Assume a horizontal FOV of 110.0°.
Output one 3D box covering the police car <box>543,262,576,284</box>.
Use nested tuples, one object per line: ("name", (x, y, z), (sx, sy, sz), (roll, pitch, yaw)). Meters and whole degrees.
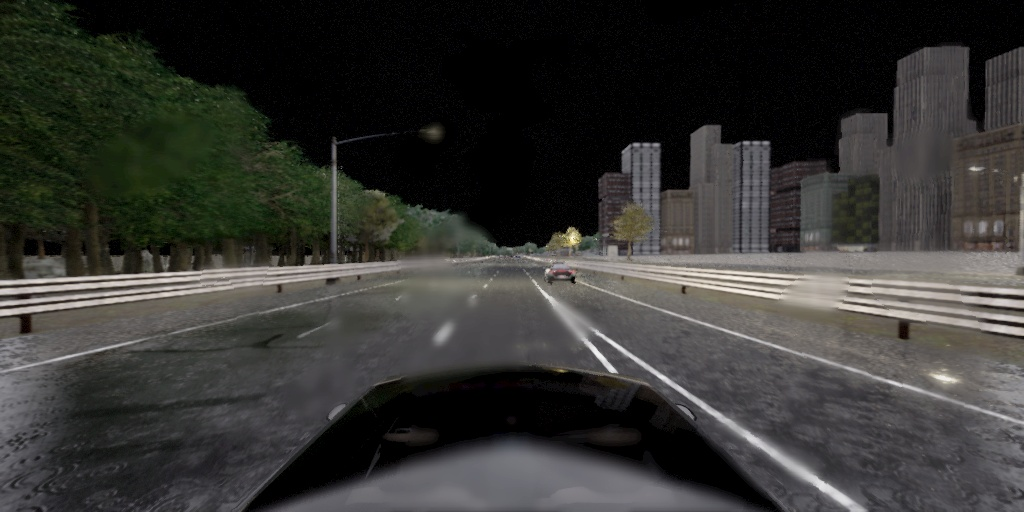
("police car", (3.531, 1.257, 27.393), (2.038, 1.542, 4.974), (0, 0, 0))
